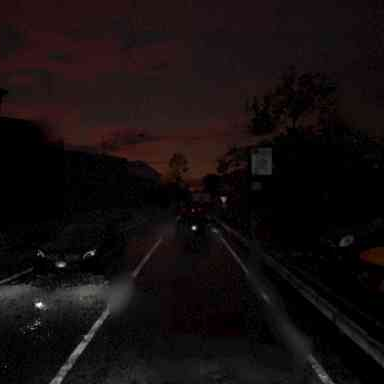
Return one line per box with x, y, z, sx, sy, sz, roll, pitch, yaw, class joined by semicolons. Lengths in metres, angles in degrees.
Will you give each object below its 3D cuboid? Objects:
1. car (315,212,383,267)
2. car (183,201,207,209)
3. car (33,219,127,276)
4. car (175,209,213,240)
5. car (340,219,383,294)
6.214;1.394;10.192;4.553;1.767;2.185;0;0;-1;car
0.222;2.011;36.208;2.150;2.045;5.566;0;-2;2;car
-3.348;1.633;10.839;1.812;1.442;4.674;0;-1;0;car
0.093;1.838;18.821;1.994;1.385;4.181;0;-2;0;car
6.216;1.497;7.155;5.008;1.535;2.097;0;0;-1;car
